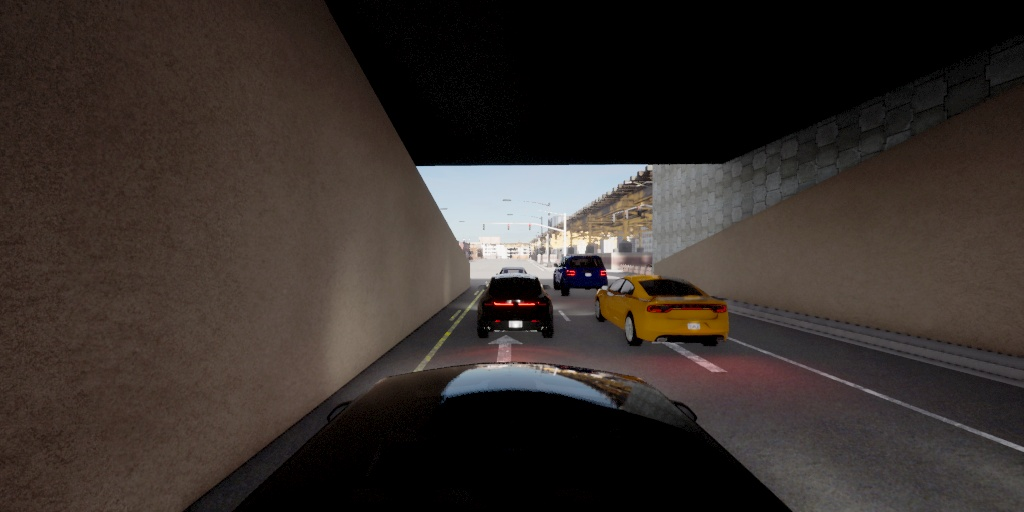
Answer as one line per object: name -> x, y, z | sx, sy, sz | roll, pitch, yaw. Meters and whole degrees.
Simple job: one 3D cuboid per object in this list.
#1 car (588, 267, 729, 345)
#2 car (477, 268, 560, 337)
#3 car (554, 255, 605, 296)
car -> 3.574, 1.228, 9.515 | 1.882, 1.535, 5.008 | 0, 0, 0
car -> 0.076, 1.255, 10.313 | 1.837, 1.490, 4.892 | 0, 0, 0
car -> 3.569, 0.971, 19.484 | 2.150, 2.045, 5.566 | 0, 0, 0
